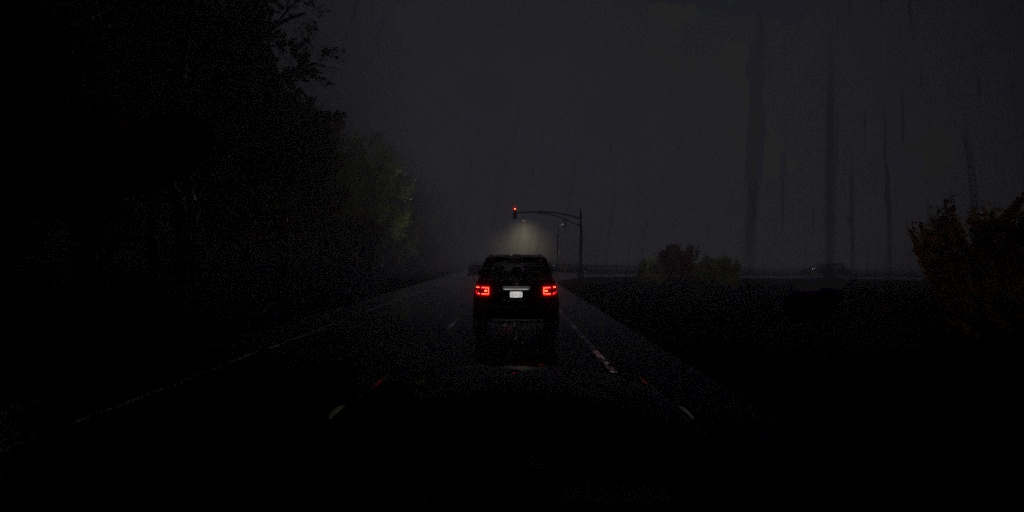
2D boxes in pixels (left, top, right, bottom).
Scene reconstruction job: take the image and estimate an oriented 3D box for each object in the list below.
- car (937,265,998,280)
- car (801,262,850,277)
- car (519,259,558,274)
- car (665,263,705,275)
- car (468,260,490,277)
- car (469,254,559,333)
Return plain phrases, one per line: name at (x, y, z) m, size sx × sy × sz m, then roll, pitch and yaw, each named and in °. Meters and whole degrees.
car at (48.515, 1.826, 38.478) m, size 5.357 × 1.411 × 2.033 m, roll 1°, pitch -1°, yaw 0°
car at (36.703, 1.563, 42.127) m, size 4.553 × 1.767 × 2.097 m, roll 1°, pitch -1°, yaw 0°
car at (3.413, 1.310, 46.709) m, size 4.902 × 1.511 × 2.128 m, roll 3°, pitch 3°, yaw 44°
car at (20.483, 1.559, 42.201) m, size 4.674 × 1.442 × 1.812 m, roll 0°, pitch -1°, yaw 0°
car at (-3.400, 1.235, 37.656) m, size 1.882 × 1.535 × 5.008 m, roll 0°, pitch 0°, yaw 0°
car at (0.101, 0.974, 10.882) m, size 2.150 × 2.045 × 5.566 m, roll 0°, pitch 0°, yaw 0°
